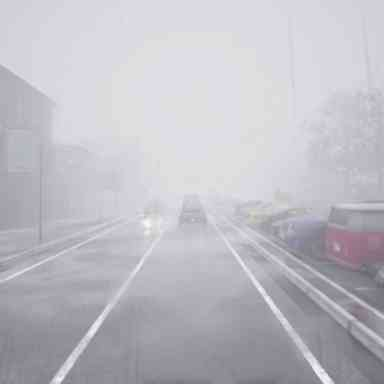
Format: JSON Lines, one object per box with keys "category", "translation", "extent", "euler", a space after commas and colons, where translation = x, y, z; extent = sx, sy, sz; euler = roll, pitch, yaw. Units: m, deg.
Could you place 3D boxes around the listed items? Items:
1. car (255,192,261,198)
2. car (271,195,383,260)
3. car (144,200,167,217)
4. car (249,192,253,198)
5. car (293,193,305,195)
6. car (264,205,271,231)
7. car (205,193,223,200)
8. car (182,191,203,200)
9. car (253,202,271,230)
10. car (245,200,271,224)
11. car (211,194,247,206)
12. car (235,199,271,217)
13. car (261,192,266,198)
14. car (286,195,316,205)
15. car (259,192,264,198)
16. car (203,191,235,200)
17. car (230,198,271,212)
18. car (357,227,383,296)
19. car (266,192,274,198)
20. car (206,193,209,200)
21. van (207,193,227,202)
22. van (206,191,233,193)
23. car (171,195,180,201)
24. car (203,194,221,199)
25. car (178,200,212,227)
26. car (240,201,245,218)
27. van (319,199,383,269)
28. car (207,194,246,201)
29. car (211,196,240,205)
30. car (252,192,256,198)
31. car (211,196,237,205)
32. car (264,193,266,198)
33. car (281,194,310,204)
{"category": "car", "translation": [18.814, 1.218, 82.859], "extent": [4.553, 1.767, 2.185], "euler": [0, 0, 0]}
{"category": "car", "translation": [6.035, 1.260, 12.043], "extent": [5.566, 2.045, 2.435], "euler": [0, 0, 0]}
{"category": "car", "translation": [-3.458, 1.545, 31.847], "extent": [2.128, 1.511, 4.902], "euler": [0, 0, 0]}
{"category": "car", "translation": [18.738, 1.058, 88.428], "extent": [5.566, 2.045, 2.435], "euler": [0, 0, 0]}
{"category": "car", "translation": [18.845, 1.390, 52.225], "extent": [4.553, 1.767, 2.185], "euler": [0, 0, 0]}
{"category": "car", "translation": [6.068, 1.501, 14.870], "extent": [5.008, 1.535, 2.097], "euler": [0, 0, 0]}
{"category": "car", "translation": [5.664, 1.203, 85.590], "extent": [4.553, 1.767, 2.185], "euler": [0, 0, 0]}
{"category": "car", "translation": [-0.071, 1.248, 40.966], "extent": [2.150, 2.045, 5.566], "euler": [0, 0, 0]}
{"category": "car", "translation": [6.056, 1.491, 17.694], "extent": [5.008, 1.535, 2.097], "euler": [0, 0, 0]}
{"category": "car", "translation": [6.246, 1.477, 20.521], "extent": [5.366, 1.575, 1.946], "euler": [0, 0, 0]}
{"category": "car", "translation": [5.811, 1.556, 52.333], "extent": [4.674, 1.452, 2.002], "euler": [1, 0, 0]}
{"category": "car", "translation": [6.061, 1.500, 26.172], "extent": [4.674, 1.452, 2.002], "euler": [0, 0, 0]}
{"category": "car", "translation": [18.814, 1.392, 74.505], "extent": [5.008, 1.535, 2.097], "euler": [0, 0, 0]}
{"category": "car", "translation": [18.890, 1.358, 57.921], "extent": [4.553, 1.767, 2.185], "euler": [0, 0, 0]}
{"category": "car", "translation": [18.770, 1.406, 77.292], "extent": [4.792, 1.488, 2.163], "euler": [0, 0, 0]}
{"category": "car", "translation": [5.709, 1.157, 71.672], "extent": [5.566, 2.045, 2.435], "euler": [0, 0, 0]}
{"category": "car", "translation": [6.086, 1.479, 28.999], "extent": [4.792, 1.488, 2.163], "euler": [0, 0, 0]}
{"category": "car", "translation": [6.068, 1.572, 6.393], "extent": [4.674, 1.452, 2.002], "euler": [0, 0, 0]}
{"category": "car", "translation": [18.853, 1.171, 69.060], "extent": [5.566, 2.045, 2.435], "euler": [0, 0, 0]}
{"category": "car", "translation": [5.747, 1.441, 66.108], "extent": [4.892, 1.521, 2.231], "euler": [0, 0, 0]}
{"category": "van", "translation": [5.612, 1.167, 74.455], "extent": [4.442, 1.987, 1.878], "euler": [0, 0, 0]}
{"category": "van", "translation": [5.629, 1.197, 69.013], "extent": [4.442, 1.987, 1.878], "euler": [0, 0, 0]}
{"category": "car", "translation": [-3.637, 1.317, 74.037], "extent": [1.812, 1.442, 4.674], "euler": [0, 0, 0]}
{"category": "car", "translation": [5.640, 1.304, 93.940], "extent": [4.792, 1.488, 2.163], "euler": [0, 0, 0]}
{"category": "car", "translation": [0.037, 1.546, 23.169], "extent": [2.128, 1.511, 4.902], "euler": [0, 0, 0]}
{"category": "car", "translation": [6.062, 1.510, 23.347], "extent": [4.674, 1.452, 2.002], "euler": [0, 0, 0]}
{"category": "van", "translation": [6.181, 1.296, 9.217], "extent": [4.442, 1.987, 1.878], "euler": [0, 0, 0]}
{"category": "car", "translation": [5.602, 1.498, 54.974], "extent": [5.366, 1.575, 1.946], "euler": [0, 0, 0]}
{"category": "car", "translation": [5.809, 1.515, 57.758], "extent": [4.792, 1.488, 2.163], "euler": [0, 0, 0]}
{"category": "car", "translation": [18.781, 1.328, 85.646], "extent": [4.892, 1.521, 2.231], "euler": [0, 0, 0]}
{"category": "car", "translation": [5.773, 1.510, 60.541], "extent": [4.674, 1.452, 2.002], "euler": [0, 0, 0]}
{"category": "car", "translation": [19.002, 1.404, 71.846], "extent": [5.366, 1.575, 1.946], "euler": [0, 0, 0]}
{"category": "car", "translation": [18.882, 1.343, 60.706], "extent": [4.553, 1.767, 2.185], "euler": [0, 0, 0]}
